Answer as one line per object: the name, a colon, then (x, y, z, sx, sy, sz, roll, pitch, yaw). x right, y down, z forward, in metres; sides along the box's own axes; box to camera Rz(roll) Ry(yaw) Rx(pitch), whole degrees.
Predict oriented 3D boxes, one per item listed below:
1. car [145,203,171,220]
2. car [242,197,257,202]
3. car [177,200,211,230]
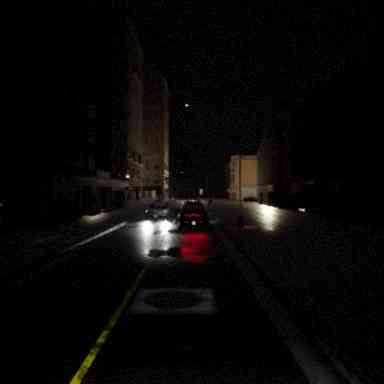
car: (-2.837, 1.590, 28.265, 1.895, 1.301, 4.718, 0, 0, 0)
car: (13.249, 1.664, 73.385, 4.313, 1.339, 1.947, 0, -1, 0)
car: (0.110, 1.497, 21.166, 1.837, 1.490, 4.892, 0, 0, 0)
